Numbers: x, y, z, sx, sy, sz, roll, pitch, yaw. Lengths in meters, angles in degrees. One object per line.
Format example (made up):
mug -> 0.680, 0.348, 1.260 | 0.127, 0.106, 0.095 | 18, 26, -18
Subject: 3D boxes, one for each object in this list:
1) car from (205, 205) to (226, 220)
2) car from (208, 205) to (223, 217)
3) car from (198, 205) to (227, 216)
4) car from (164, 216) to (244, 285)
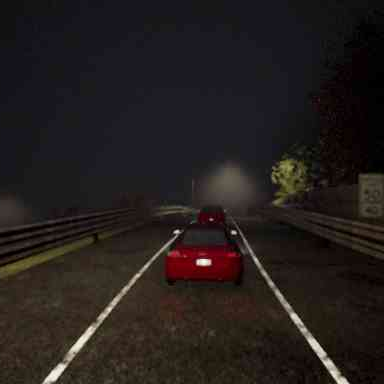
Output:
car -> 2.453, 2.109, 34.856 | 2.033, 1.411, 5.357 | 0, -2, 5
car -> 3.235, 2.556, 44.767 | 1.882, 1.535, 5.008 | 0, -4, 6
car -> 1.460, 1.685, 24.082 | 1.882, 1.535, 5.008 | 0, -1, 5
car -> 0.385, 1.612, 9.706 | 1.994, 1.385, 4.181 | 0, 0, 3
